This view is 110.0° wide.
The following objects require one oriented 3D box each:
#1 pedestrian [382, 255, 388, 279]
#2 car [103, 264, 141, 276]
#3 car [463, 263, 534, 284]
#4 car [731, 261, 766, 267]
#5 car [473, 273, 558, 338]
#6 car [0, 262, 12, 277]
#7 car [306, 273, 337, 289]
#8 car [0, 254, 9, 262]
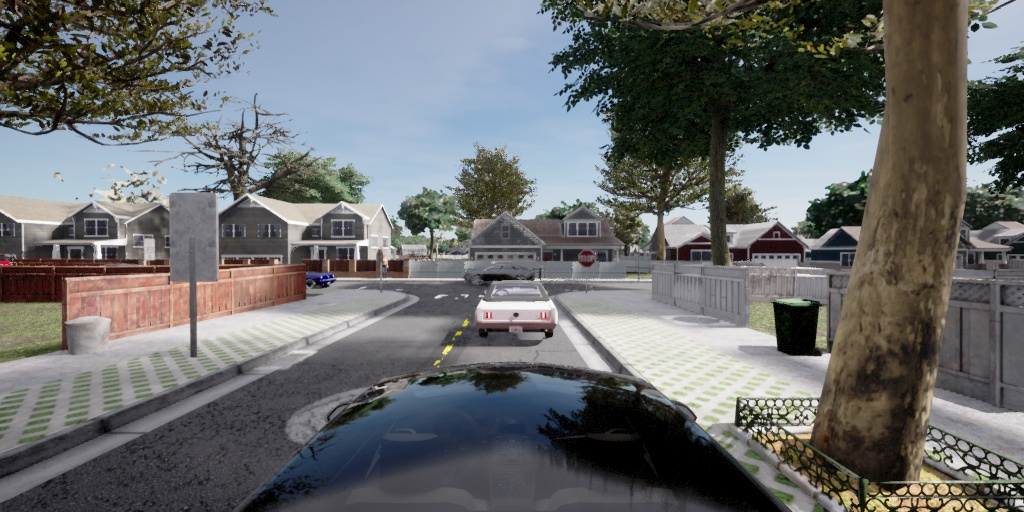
[{"bbox_3d":[-9.767,0.809,27.451,0.375,1.860,0.375,0,0,-1],"label":"pedestrian"},{"bbox_3d":[-23.089,1.199,21.461,4.674,1.442,1.812,0,1,0],"label":"car"},{"bbox_3d":[-0.853,1.227,24.639,4.902,1.511,2.128,0,1,-1],"label":"car"},{"bbox_3d":[15.338,1.151,24.796,4.553,1.767,2.097,0,1,-1],"label":"car"},{"bbox_3d":[0.123,1.349,10.220,1.895,1.301,4.718,0,0,1],"label":"car"},{"bbox_3d":[-33.002,1.204,21.384,4.181,1.385,1.994,0,1,1],"label":"car"},{"bbox_3d":[-13.242,1.314,21.561,4.718,1.301,1.895,0,1,-1],"label":"car"},{"bbox_3d":[-37.604,0.818,24.261,5.566,2.045,2.150,0,1,-1],"label":"car"}]
